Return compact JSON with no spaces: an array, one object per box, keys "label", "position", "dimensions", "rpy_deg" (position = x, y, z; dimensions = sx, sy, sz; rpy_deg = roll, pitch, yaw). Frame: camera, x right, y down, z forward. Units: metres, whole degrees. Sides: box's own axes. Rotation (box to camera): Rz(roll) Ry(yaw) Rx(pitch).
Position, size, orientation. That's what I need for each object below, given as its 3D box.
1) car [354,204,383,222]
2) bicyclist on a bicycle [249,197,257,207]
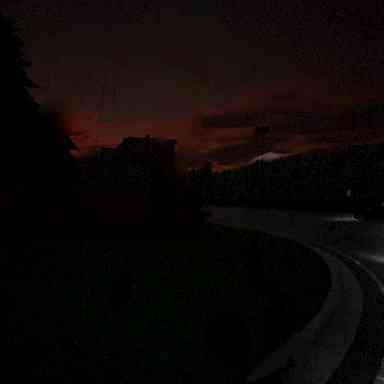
[{"label":"car","position":[15.276,1.660,26.196],"dimensions":[1.837,1.490,4.892],"rpy_deg":[0,0,-31]},{"label":"bicyclist on a bicycle","position":[9.302,1.537,50.817],"dimensions":[1.656,1.620,0.582],"rpy_deg":[0,0,-31]}]
